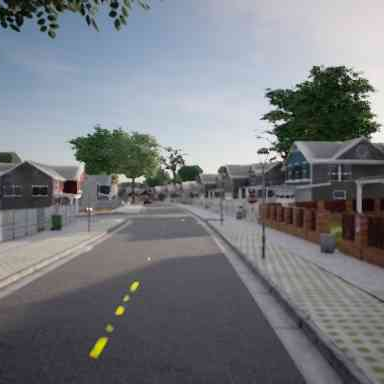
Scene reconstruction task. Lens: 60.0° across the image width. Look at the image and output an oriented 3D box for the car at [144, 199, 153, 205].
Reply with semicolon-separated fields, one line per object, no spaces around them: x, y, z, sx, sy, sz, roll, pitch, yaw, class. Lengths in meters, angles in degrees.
-11.112;2.484;84.557;1.882;1.535;5.008;0;-1;-11;car
